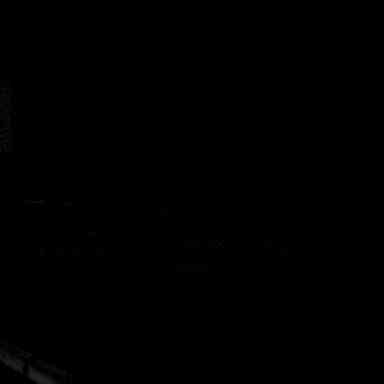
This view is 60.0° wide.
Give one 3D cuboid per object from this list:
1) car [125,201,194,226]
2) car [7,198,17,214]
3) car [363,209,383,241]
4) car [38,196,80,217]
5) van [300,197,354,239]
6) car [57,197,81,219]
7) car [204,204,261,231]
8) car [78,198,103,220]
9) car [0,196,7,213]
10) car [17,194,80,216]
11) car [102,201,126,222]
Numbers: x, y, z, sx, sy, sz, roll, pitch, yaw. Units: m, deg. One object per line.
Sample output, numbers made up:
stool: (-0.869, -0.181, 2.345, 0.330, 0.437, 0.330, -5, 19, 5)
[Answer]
car: (-1.954, 1.472, 23.849, 1.946, 1.575, 5.366, 0, 0, 35)
car: (-15.422, 1.453, 33.644, 2.231, 1.521, 4.892, 0, 0, 35)
car: (9.462, 1.534, 15.958, 2.002, 1.452, 4.674, 0, 0, 35)
car: (-10.891, 1.460, 30.438, 2.097, 1.535, 5.008, 0, 0, 35)
van: (7.271, 1.264, 17.663, 1.878, 1.987, 4.442, 0, 0, 35)
car: (-8.629, 1.463, 28.829, 2.097, 1.535, 5.008, 0, 0, 35)
car: (2.662, 1.512, 20.760, 2.163, 1.488, 4.792, 0, 0, 35)
car: (-6.366, 1.469, 27.222, 2.231, 1.521, 4.892, 0, 0, 35)
car: (-17.685, 1.446, 35.255, 2.097, 1.535, 5.008, 0, 0, 35)
car: (-13.173, 1.205, 32.018, 2.435, 2.045, 5.566, 0, 0, 35)
car: (-4.091, 1.501, 25.633, 2.163, 1.488, 4.792, 0, 0, 35)
